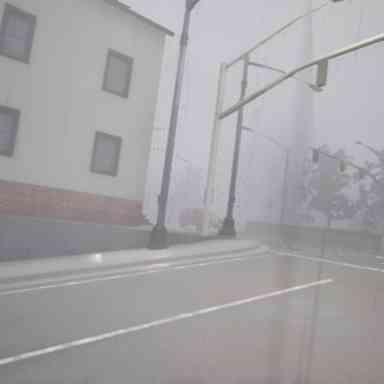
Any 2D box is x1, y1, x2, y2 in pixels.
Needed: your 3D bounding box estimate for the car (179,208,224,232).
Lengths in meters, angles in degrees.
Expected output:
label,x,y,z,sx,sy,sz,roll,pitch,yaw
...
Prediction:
label,x,y,z,sx,sy,sz,roll,pitch,yaw
car,0.973,2.604,31.310,2.150,2.045,5.566,11,-6,-35
